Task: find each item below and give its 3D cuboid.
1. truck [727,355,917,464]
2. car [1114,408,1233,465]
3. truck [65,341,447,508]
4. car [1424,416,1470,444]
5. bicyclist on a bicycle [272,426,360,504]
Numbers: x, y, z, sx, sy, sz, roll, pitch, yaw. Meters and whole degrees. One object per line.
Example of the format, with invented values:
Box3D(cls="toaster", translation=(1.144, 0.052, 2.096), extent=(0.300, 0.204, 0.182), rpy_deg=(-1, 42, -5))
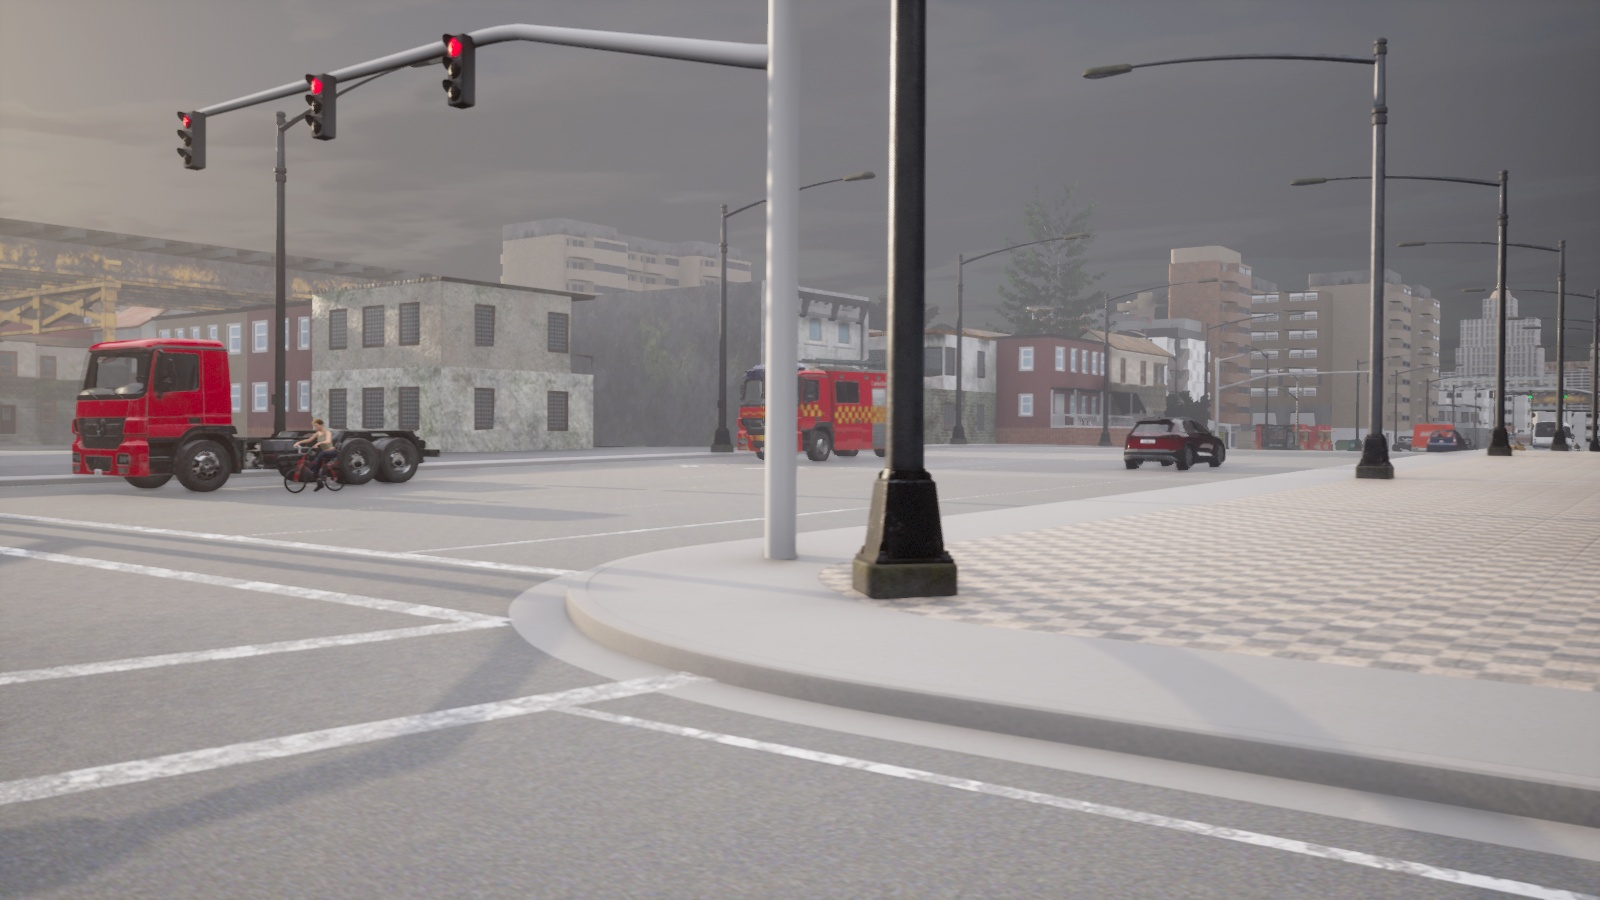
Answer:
Box3D(cls="truck", translation=(1.057, -1.572, 48.521), extent=(2.891, 3.827, 8.468), rpy_deg=(0, 2, 36))
Box3D(cls="car", translation=(11.818, -0.459, 39.527), extent=(2.033, 1.649, 4.856), rpy_deg=(0, 2, 37))
Box3D(cls="truck", translation=(-12.641, -0.636, 30.019), extent=(2.891, 3.462, 7.936), rpy_deg=(0, 2, 36))
Box3D(cls="car", translation=(40.050, -1.210, 77.681), extent=(1.851, 1.617, 3.988), rpy_deg=(0, -1, 37))
Box3D(cls="bicyclist on a bicycle", translation=(-10.464, 0.306, 27.179), extent=(0.866, 1.612, 1.509), rpy_deg=(0, 2, 36))
